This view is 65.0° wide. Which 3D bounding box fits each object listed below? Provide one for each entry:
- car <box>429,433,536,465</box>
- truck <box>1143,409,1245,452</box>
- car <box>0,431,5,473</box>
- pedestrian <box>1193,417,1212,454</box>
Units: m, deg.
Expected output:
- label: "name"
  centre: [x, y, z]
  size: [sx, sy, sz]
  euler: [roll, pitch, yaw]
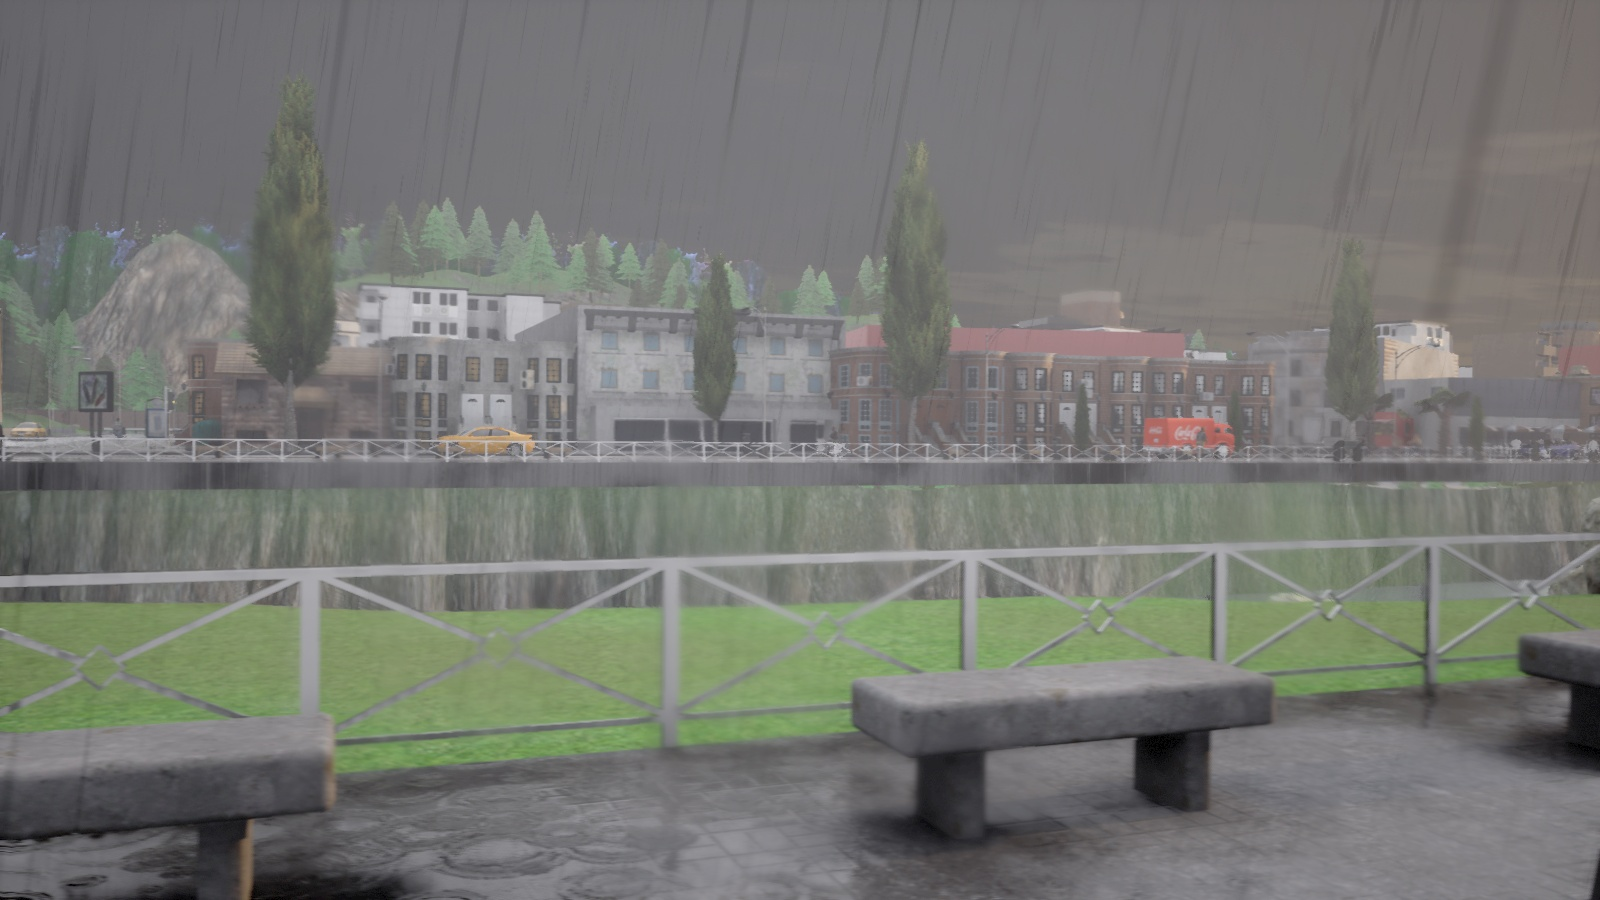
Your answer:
- label: "car"
  centre: [-16.080, -0.085, 63.607]
  size: [5.008, 1.535, 1.882]
  euler: [-1, 1, -21]
- label: "truck"
  centre: [23.290, -1.149, 74.283]
  size: [5.204, 2.467, 2.627]
  euler: [-1, 1, -21]
- label: "car"
  centre: [-37.335, 0.130, 54.506]
  size: [4.605, 1.855, 1.932]
  euler: [-1, 1, -38]
- label: "pedestrian"
  centre: [20.500, -0.754, 63.936]
  size: [0.694, 1.848, 0.540]
  euler: [-1, 1, -23]
